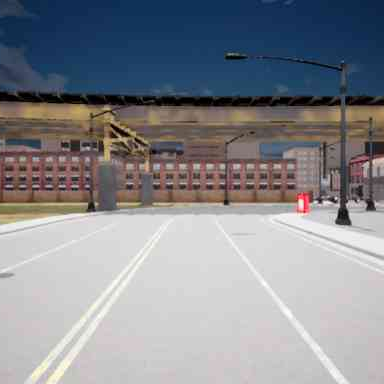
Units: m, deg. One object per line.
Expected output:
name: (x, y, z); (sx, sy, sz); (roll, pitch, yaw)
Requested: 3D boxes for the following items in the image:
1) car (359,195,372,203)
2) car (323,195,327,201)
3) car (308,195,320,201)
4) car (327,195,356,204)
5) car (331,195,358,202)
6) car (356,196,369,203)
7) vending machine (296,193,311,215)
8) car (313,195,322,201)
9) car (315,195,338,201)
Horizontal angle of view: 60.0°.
car: (32.437, 1.280, 62.064); (1.853, 1.218, 4.536); (0, 0, 31)
car: (33.884, 1.282, 83.742); (1.853, 1.218, 4.536); (0, 0, -34)
car: (32.836, 1.682, 89.612); (1.970, 1.475, 3.806); (0, 0, 1)
car: (29.373, 1.438, 64.187); (2.038, 1.542, 4.974); (0, 0, -29)
car: (29.348, 1.280, 64.233); (1.853, 1.218, 4.536); (0, 0, -29)
car: (32.410, 1.438, 62.019); (2.038, 1.542, 4.974); (0, 0, 31)
vending machine: (11.023, 1.177, 32.941); (1.100, 2.100, 0.880); (0, 0, 42)
car: (29.806, 1.282, 83.013); (4.536, 1.218, 1.853); (0, 0, -39)
car: (33.855, 1.440, 83.785); (2.038, 1.542, 4.974); (0, 0, -34)
